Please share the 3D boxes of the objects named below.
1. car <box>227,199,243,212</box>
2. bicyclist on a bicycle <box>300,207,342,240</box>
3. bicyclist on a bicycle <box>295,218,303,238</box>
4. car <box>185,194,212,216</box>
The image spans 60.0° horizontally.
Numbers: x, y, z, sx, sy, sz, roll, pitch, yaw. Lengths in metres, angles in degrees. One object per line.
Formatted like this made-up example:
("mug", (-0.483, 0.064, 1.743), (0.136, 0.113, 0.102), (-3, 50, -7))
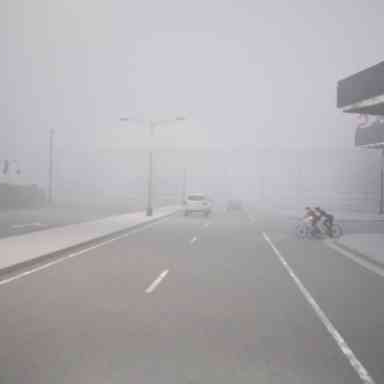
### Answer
("car", (5.268, 1.635, 41.212), (2.033, 1.411, 5.357), (1, 0, 9))
("bicyclist on a bicycle", (6.485, 1.529, 16.494), (1.656, 1.620, 0.582), (-9, -4, 24))
("bicyclist on a bicycle", (6.092, 1.584, 17.118), (1.656, 1.620, 0.582), (1, 0, -11))
("car", (0.652, 1.205, 32.636), (2.150, 2.045, 5.566), (1, 0, 7))
